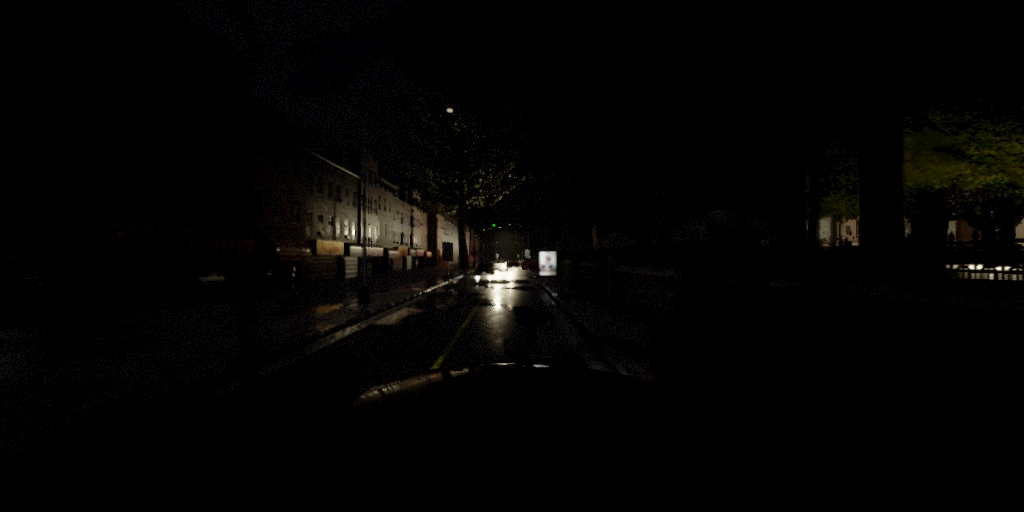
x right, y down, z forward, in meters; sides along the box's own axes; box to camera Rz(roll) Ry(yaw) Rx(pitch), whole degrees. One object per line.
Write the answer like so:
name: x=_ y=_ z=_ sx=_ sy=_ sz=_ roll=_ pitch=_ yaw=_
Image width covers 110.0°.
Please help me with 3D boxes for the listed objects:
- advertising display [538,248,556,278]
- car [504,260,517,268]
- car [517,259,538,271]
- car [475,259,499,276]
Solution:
advertising display: x=3.015 y=0.753 z=30.346 sx=1.540 sy=2.440 sz=0.280 roll=0 pitch=0 yaw=0
car: x=0.012 y=1.315 z=58.715 sx=1.895 sy=1.301 sz=4.718 roll=0 pitch=0 yaw=0
car: x=3.487 y=1.102 z=46.821 sx=5.008 sy=1.535 sz=1.882 roll=-1 pitch=-1 yaw=-42
car: x=-2.749 y=1.270 z=37.940 sx=2.033 sy=1.411 sz=5.357 roll=0 pitch=0 yaw=0
